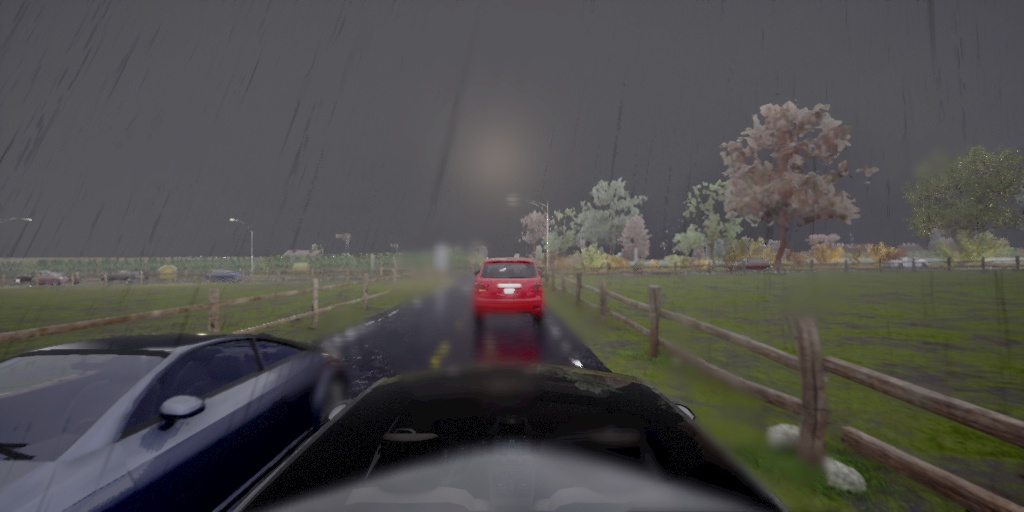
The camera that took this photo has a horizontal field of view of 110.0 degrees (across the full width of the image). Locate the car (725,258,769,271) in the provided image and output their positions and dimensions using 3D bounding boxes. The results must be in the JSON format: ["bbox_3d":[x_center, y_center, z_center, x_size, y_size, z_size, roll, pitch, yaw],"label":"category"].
[{"bbox_3d":[28.937,1.013,44.230,4.553,1.767,2.097,-1,-1,0],"label":"car"}]

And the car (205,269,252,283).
[{"bbox_3d":[-32.631,2.270,41.364,4.674,1.442,1.812,-1,-1,0],"label":"car"}]

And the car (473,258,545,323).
[{"bbox_3d":[-0.137,1.087,12.725,2.150,2.045,5.566,0,0,-1],"label":"car"}]

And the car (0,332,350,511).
[{"bbox_3d":[-2.903,1.322,2.587,1.994,1.385,4.181,0,-1,-1],"label":"car"}]
